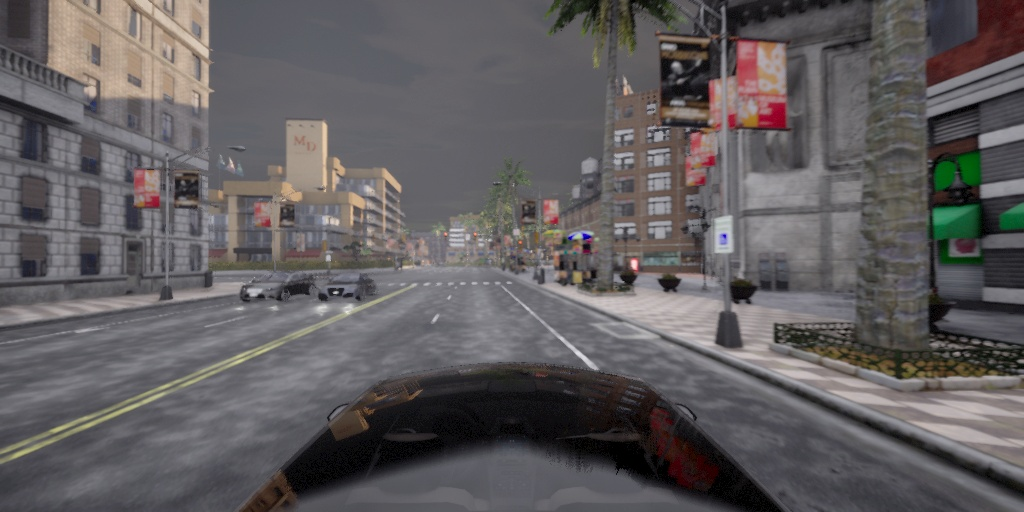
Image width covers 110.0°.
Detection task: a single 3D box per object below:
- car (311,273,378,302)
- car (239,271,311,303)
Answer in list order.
[{"bbox_3d":[-8.704,1.617,19.319,1.994,1.385,4.181,0,-1,-6],"label":"car"},{"bbox_3d":[-12.192,1.570,19.036,2.128,1.511,4.902,0,-1,-6],"label":"car"}]
